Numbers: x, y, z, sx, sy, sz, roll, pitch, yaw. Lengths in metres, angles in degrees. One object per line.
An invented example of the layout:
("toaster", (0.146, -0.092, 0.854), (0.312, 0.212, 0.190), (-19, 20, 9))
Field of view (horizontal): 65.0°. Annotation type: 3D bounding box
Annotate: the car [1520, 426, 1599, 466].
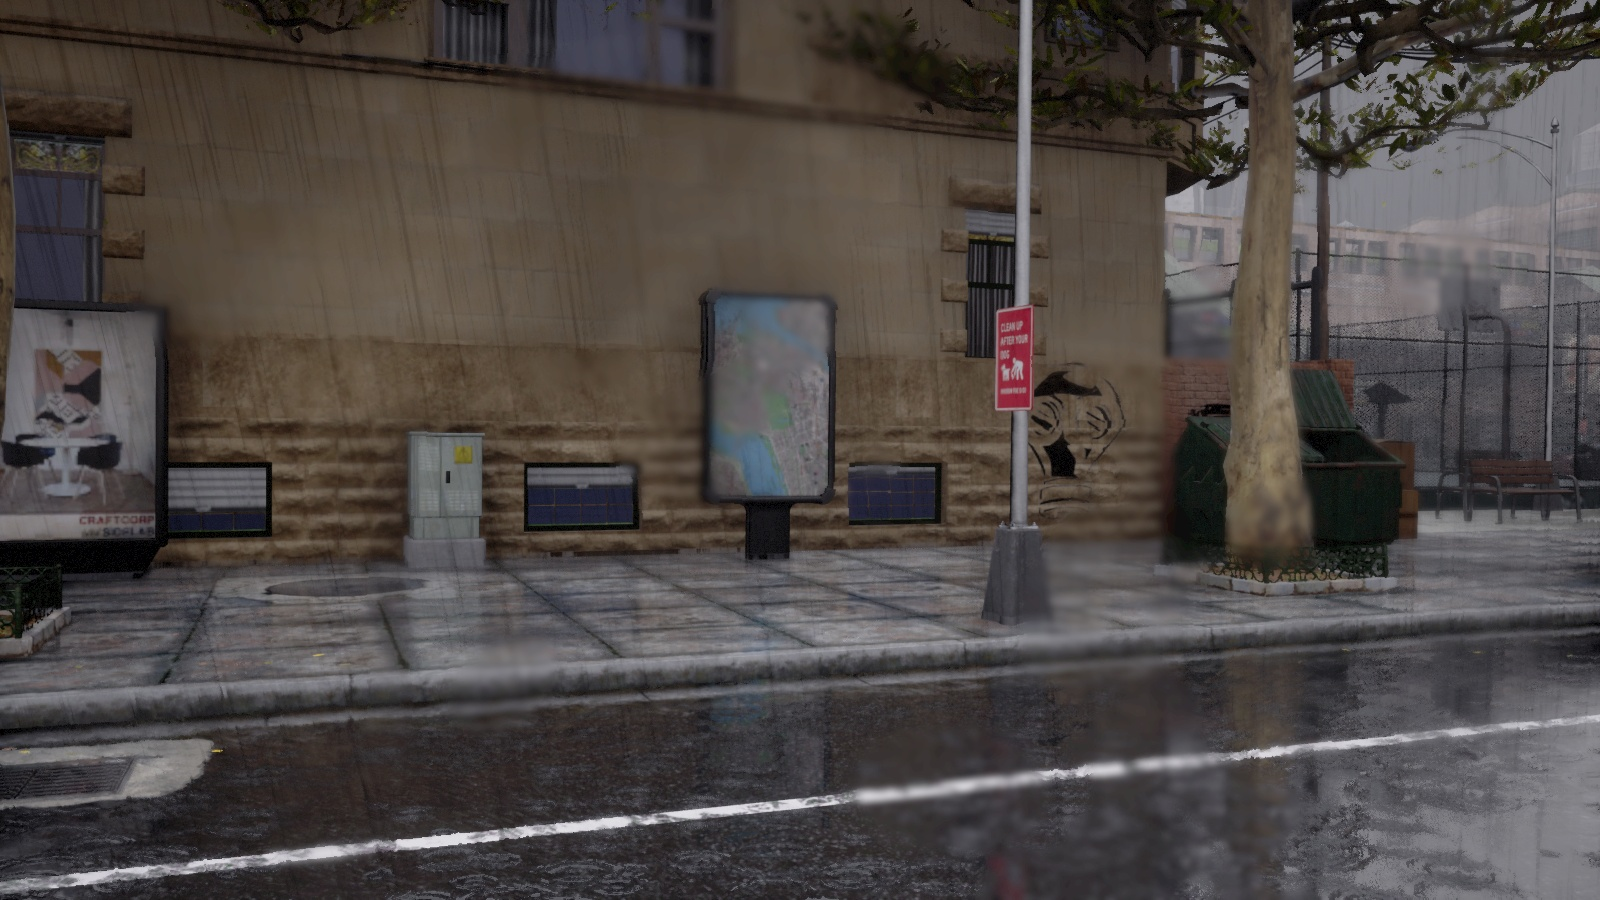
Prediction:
("car", (28.080, -0.164, 44.432), (1.994, 1.385, 4.181), (-1, 1, -21))
